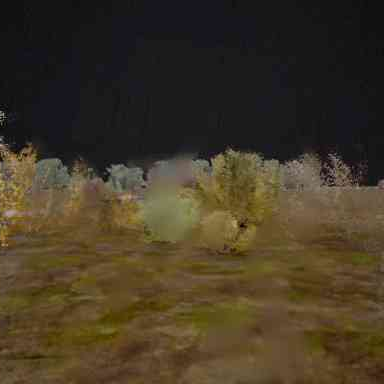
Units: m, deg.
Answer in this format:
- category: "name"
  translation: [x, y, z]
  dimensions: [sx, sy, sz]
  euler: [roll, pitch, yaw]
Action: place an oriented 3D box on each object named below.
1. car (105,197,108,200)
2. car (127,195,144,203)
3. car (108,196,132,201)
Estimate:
- category: "car"
  translation: [-15.901, 1.613, 64.600]
  dimensions: [1.895, 1.301, 4.718]
  euler: [0, 0, 11]
- category: "car"
  translation: [-11.859, 1.410, 69.784]
  dimensions: [1.882, 1.535, 5.008]
  euler: [0, 0, 11]
- category: "car"
  translation: [-13.194, 1.476, 62.571]
  dimensions: [2.128, 1.511, 4.902]
  euler: [0, 0, 11]
